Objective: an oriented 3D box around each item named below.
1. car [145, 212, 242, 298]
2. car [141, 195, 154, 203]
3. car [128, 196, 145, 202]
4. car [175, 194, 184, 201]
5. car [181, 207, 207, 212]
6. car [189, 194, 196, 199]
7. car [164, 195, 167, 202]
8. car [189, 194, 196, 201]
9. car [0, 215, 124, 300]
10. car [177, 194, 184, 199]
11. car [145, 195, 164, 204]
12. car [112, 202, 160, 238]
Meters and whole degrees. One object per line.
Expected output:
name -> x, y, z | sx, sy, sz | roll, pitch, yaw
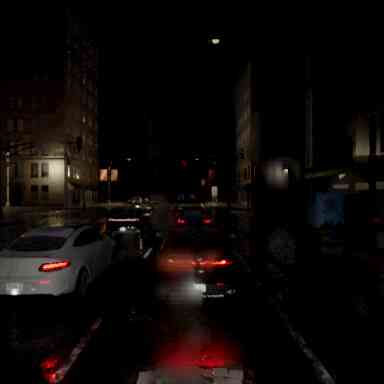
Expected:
car -> 0.102, 1.498, 8.470 | 1.837, 1.490, 4.892 | 0, 0, 0
car -> -9.663, 1.466, 72.726 | 2.128, 1.511, 4.902 | 0, 0, 0
car -> -9.750, 1.462, 57.578 | 1.837, 1.490, 4.892 | 0, 0, 0
car -> -3.151, 1.444, 82.831 | 2.128, 1.511, 4.902 | 0, 0, 0
car -> 0.103, 1.513, 17.587 | 1.812, 1.442, 4.674 | 0, 0, 0
car -> 0.112, 1.279, 93.246 | 2.033, 1.411, 5.357 | 0, 0, 0
car -> -6.413, 1.465, 72.668 | 1.812, 1.442, 4.674 | 0, 0, 0
car -> 0.100, 1.514, 83.274 | 1.895, 1.301, 4.718 | 0, 0, 0
car -> -3.147, 1.519, 8.219 | 1.812, 1.442, 4.674 | 0, 0, 0
car -> -3.138, 1.217, 93.250 | 1.882, 1.535, 5.008 | 0, 0, 0
car -> -6.501, 1.462, 57.587 | 1.837, 1.490, 4.892 | 0, 0, 0
car -> -3.131, 1.479, 17.486 | 2.128, 1.511, 4.902 | 0, 0, 0
